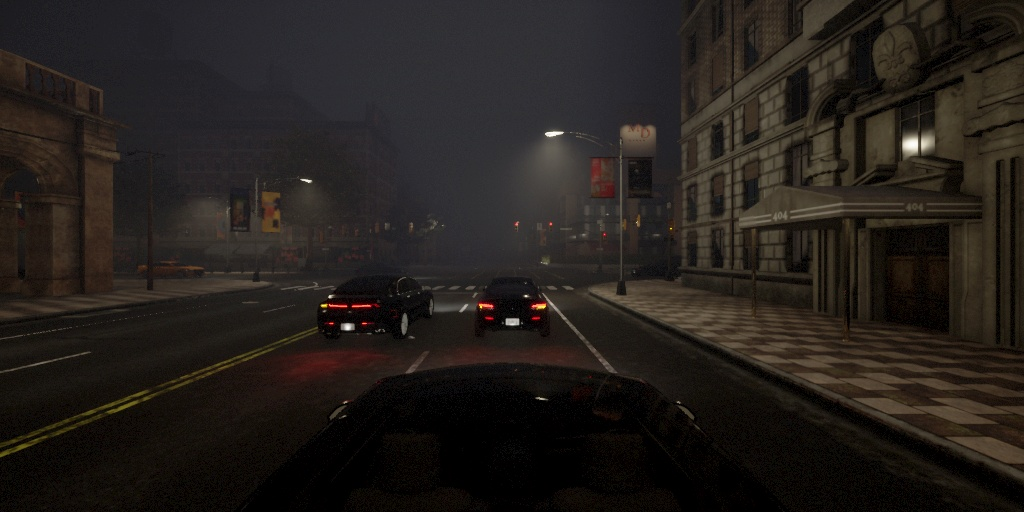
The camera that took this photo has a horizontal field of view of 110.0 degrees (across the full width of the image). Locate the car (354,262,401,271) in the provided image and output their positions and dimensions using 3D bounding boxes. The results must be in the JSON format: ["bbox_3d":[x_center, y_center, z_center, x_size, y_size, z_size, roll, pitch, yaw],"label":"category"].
[{"bbox_3d":[-11.833,1.276,32.530,4.674,1.442,1.812,0,0,0],"label":"car"}]

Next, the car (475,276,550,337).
[{"bbox_3d":[0.007,1.276,10.156,1.812,1.442,4.674,0,0,0],"label":"car"}]

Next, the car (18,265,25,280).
[{"bbox_3d":[-46.390,1.228,32.402,5.008,1.535,1.882,0,0,0],"label":"car"}]

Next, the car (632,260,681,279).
[{"bbox_3d":[13.136,1.314,32.627,4.181,1.385,1.994,0,0,0],"label":"car"}]

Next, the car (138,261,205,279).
[{"bbox_3d":[-30.743,1.228,32.456,5.008,1.535,1.882,0,0,0],"label":"car"}]

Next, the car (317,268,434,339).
[{"bbox_3d":[-3.494,1.255,10.036,1.837,1.490,4.892,0,0,0],"label":"car"}]

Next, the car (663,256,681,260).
[{"bbox_3d":[19.991,0.971,44.331,5.566,2.045,2.150,0,0,1],"label":"car"}]
